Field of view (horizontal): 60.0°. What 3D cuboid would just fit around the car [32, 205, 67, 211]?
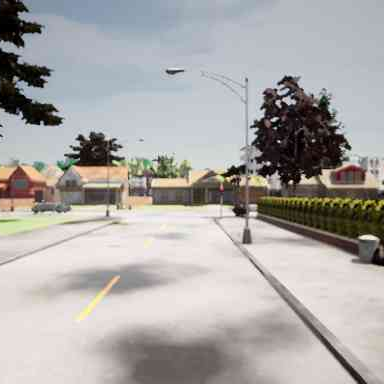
[{"bbox_3d":[-16.163,1.757,38.322,4.181,1.385,1.994,0,-1,0],"label":"car"}]
